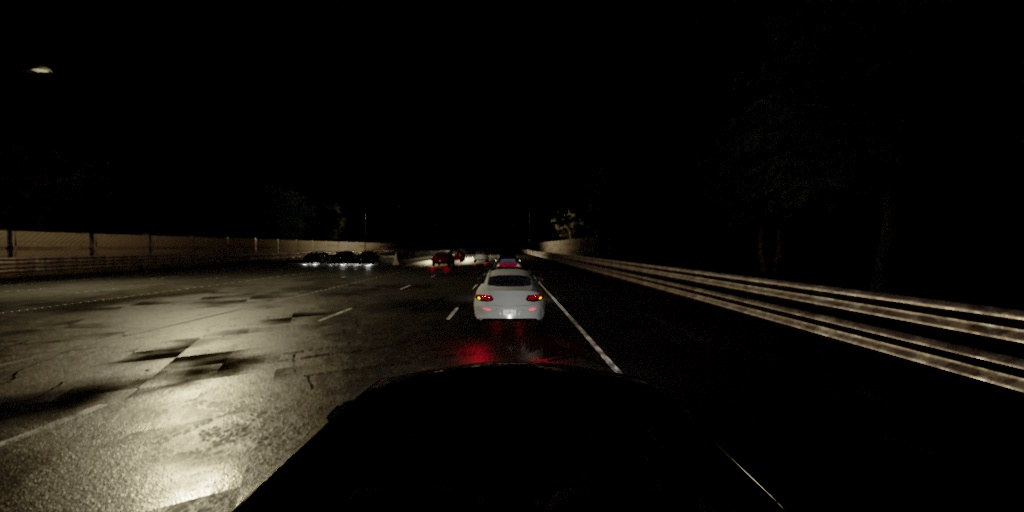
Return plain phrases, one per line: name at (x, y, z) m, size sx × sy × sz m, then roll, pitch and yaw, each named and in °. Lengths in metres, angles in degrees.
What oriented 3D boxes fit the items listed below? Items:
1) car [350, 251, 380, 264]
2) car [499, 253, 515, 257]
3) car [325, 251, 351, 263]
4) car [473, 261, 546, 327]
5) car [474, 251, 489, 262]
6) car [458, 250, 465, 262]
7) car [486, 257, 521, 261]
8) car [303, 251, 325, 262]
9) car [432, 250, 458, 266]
car at (-18.332, 0.153, 45.739) m, size 1.837 × 1.490 × 4.892 m, roll 0°, pitch 1°, yaw -1°
car at (-0.284, 0.730, 25.193) m, size 1.994 × 1.385 × 4.181 m, roll 0°, pitch 1°, yaw -1°
car at (-21.854, 0.128, 46.728) m, size 1.837 × 1.490 × 4.892 m, roll 0°, pitch 1°, yaw -1°
car at (-0.067, 1.055, 10.430) m, size 1.812 × 1.442 × 4.674 m, roll 0°, pitch 2°, yaw 0°
car at (-4.248, 0.078, 50.092) m, size 1.812 × 1.442 × 4.674 m, roll 0°, pitch 1°, yaw -2°
car at (-7.742, -0.093, 49.851) m, size 2.097 × 1.767 × 4.553 m, roll 0°, pitch 1°, yaw -1°
car at (-0.177, 0.921, 18.917) m, size 1.895 × 1.301 × 4.718 m, roll 0°, pitch 1°, yaw -1°
car at (-25.381, 0.065, 46.780) m, size 1.994 × 1.385 × 4.181 m, roll -1°, pitch 1°, yaw -1°
car at (-7.494, 0.288, 39.469) m, size 1.882 × 1.535 × 5.008 m, roll 0°, pitch 1°, yaw -1°
